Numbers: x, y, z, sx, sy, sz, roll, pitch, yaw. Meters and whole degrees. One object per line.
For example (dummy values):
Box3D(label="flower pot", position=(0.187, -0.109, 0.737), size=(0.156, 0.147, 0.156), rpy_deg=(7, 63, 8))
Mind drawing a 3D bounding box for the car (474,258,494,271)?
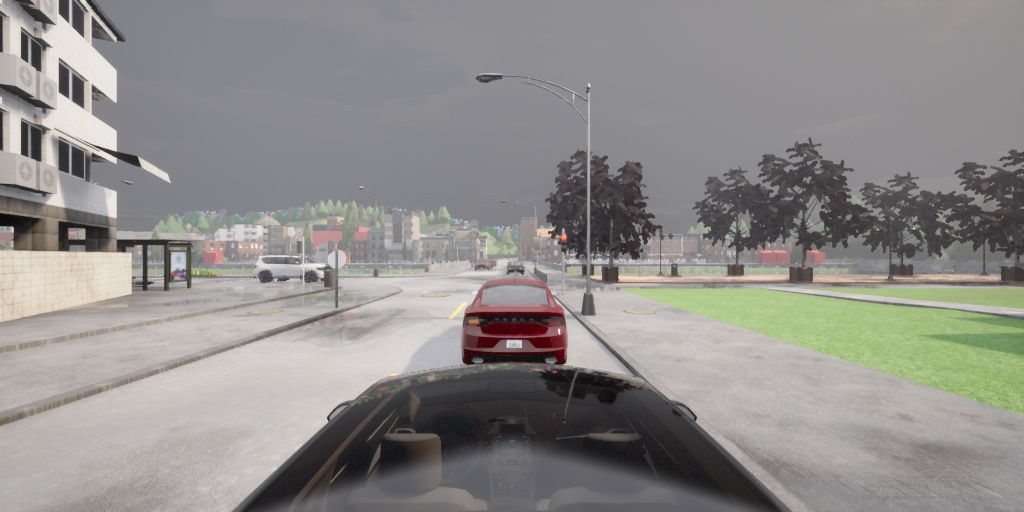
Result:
Box3D(label="car", position=(-4.061, 1.102, 50.292), size=(2.097, 1.767, 4.553), rpy_deg=(0, 0, 0))

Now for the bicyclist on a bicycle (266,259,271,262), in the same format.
Box3D(label="bicyclist on a bicycle", position=(-24.002, 1.099, 35.296), size=(0.582, 1.620, 1.656), rpy_deg=(0, 0, 0))

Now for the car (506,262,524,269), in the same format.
Box3D(label="car", position=(0.307, 1.351, 40.219), size=(1.895, 1.301, 4.718), rpy_deg=(0, 0, -2))

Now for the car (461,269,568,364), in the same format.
Box3D(label="car", position=(0.057, 1.228, 8.091), size=(1.882, 1.535, 5.008), rpy_deg=(0, 0, 0))

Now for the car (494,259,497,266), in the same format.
Box3D(label="car", position=(-4.040, 1.241, 59.536), size=(2.128, 1.511, 4.902), rpy_deg=(0, 0, 0))

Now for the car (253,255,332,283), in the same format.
Box3D(label="car", position=(-16.238, 0.971, 26.890), size=(5.566, 2.045, 2.150), rpy_deg=(0, 0, 0))
